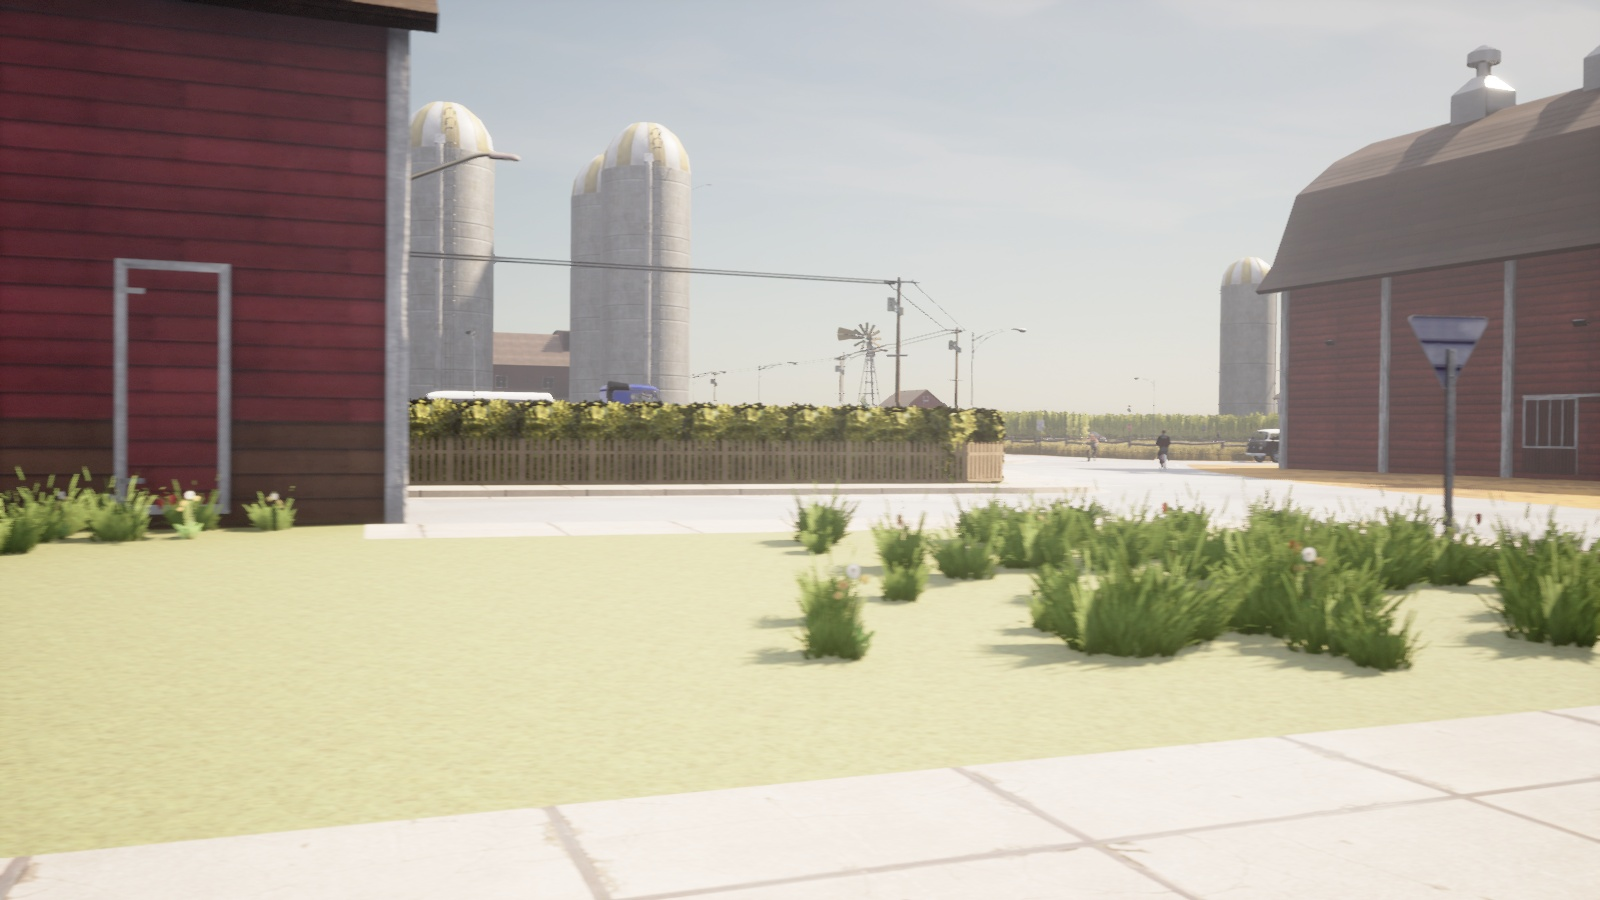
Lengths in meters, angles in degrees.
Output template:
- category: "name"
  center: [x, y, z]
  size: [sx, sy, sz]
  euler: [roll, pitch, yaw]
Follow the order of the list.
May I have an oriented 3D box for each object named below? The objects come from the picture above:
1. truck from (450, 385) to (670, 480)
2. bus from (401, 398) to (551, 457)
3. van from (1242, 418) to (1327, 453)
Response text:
- category: "truck"
  center: [-9.269, -0.734, 48.551]
  size: [7.936, 3.462, 2.891]
  euler: [-1, 1, -21]
- category: "bus"
  center: [-24.031, -1.696, 93.233]
  size: [10.273, 4.253, 3.944]
  euler: [-1, 1, -22]
- category: "van"
  center: [29.125, -0.882, 75.474]
  size: [4.480, 2.038, 2.069]
  euler: [-1, 1, -18]
